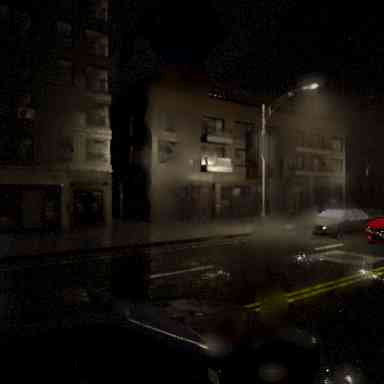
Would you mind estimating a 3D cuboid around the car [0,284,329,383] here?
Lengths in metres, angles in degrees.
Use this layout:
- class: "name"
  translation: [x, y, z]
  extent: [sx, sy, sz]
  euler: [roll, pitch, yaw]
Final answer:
- class: "car"
  translation: [-1.203, 1.547, 2.584]
  extent: [5.357, 1.411, 2.033]
  euler: [0, 0, -36]

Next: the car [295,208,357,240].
- class: "car"
  translation: [7.720, 1.550, 17.303]
  extent: [5.357, 1.411, 2.033]
  euler: [0, 0, -36]

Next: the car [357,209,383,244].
- class: "car"
  translation: [9.587, 1.480, 14.641]
  extent: [5.008, 1.535, 1.882]
  euler: [0, 0, -36]
